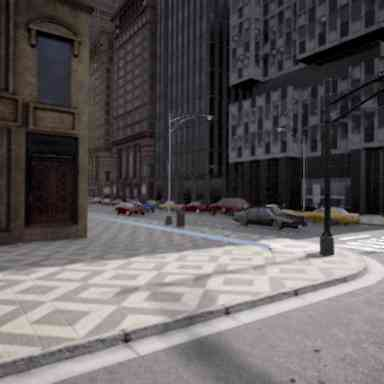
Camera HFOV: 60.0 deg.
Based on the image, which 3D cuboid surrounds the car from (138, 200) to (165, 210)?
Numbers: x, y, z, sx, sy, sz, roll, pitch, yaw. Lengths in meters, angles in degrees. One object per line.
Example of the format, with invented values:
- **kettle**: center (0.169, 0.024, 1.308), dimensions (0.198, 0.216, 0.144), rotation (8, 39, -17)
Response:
- **car**: center (-5.832, 1.825, 48.006), dimensions (2.008, 1.369, 4.403), rotation (1, 0, -35)

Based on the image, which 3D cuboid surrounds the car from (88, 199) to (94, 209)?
- **car**: center (-16.018, 1.787, 47.681), dimensions (1.802, 1.307, 4.206), rotation (1, 0, -35)

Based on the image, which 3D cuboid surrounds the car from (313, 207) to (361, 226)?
- **car**: center (10.160, 1.723, 25.218), dimensions (1.752, 1.417, 4.829), rotation (1, 0, -35)

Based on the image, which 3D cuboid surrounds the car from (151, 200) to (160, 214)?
- **car**: center (-5.956, 1.671, 37.998), dimensions (1.882, 1.535, 5.008), rotation (1, 0, -35)

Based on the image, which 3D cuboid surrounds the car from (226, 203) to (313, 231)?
- **car**: center (5.034, 1.687, 22.320), dimensions (2.033, 1.411, 5.357), rotation (1, 0, -35)

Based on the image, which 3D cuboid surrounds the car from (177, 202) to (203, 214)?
- **car**: center (0.604, 1.788, 38.835), dimensions (1.887, 1.381, 4.507), rotation (1, 0, -35)

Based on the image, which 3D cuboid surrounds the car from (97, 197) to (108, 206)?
- **car**: center (-15.485, 1.905, 61.762), dimensions (1.802, 1.307, 4.206), rotation (0, 0, -35)

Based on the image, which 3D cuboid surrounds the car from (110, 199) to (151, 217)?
- **car**: center (-6.364, 1.703, 33.924), dimensions (1.887, 1.381, 4.507), rotation (1, 0, -35)

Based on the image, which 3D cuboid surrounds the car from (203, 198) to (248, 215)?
- **car**: center (3.823, 1.543, 34.251), dimensions (2.192, 1.841, 5.009), rotation (1, 0, -35)

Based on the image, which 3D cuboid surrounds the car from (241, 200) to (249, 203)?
- **car**: center (6.942, 1.738, 29.804), dimensions (1.752, 1.417, 4.829), rotation (1, 0, -35)

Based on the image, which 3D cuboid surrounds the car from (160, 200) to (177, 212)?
- **car**: center (-2.712, 1.785, 43.560), dimensions (1.752, 1.417, 4.829), rotation (1, 0, -35)

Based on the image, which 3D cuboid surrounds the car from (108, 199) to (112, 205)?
- **car**: center (-12.267, 1.872, 57.176), dimensions (1.947, 1.339, 4.313), rotation (0, 0, -35)

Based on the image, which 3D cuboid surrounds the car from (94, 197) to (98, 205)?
- **car**: center (-18.702, 1.780, 66.348), dimensions (1.967, 1.590, 4.097), rotation (0, 0, -35)
